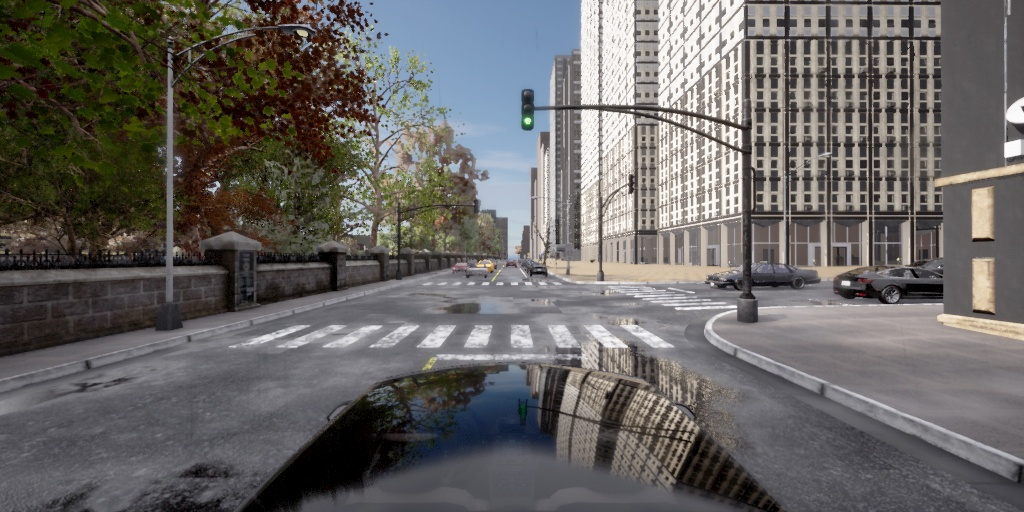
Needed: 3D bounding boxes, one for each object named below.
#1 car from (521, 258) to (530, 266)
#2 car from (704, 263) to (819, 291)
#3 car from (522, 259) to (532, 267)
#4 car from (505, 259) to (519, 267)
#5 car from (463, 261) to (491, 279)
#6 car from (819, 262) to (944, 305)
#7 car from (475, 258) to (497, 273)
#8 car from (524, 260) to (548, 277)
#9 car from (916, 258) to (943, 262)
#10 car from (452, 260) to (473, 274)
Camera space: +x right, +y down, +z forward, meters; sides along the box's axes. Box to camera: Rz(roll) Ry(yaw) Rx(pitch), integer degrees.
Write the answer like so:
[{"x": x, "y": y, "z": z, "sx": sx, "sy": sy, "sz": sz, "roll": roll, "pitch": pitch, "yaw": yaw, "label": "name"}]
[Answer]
[{"x": 2.531, "y": 1.351, "z": 47.310, "sx": 1.948, "sy": 1.339, "sz": 4.313, "roll": 0, "pitch": 0, "yaw": 0, "label": "car"}, {"x": 13.387, "y": 1.058, "z": 19.274, "sx": 5.357, "sy": 1.411, "sz": 2.033, "roll": -1, "pitch": 0, "yaw": -1, "label": "car"}, {"x": 2.551, "y": 1.345, "z": 41.677, "sx": 1.948, "sy": 1.339, "sz": 4.313, "roll": 0, "pitch": 0, "yaw": 0, "label": "car"}, {"x": -0.119, "y": 1.337, "z": 65.309, "sx": 1.812, "sy": 1.442, "sz": 4.674, "roll": 0, "pitch": 0, "yaw": 0, "label": "car"}, {"x": -3.209, "y": 1.372, "z": 33.551, "sx": 1.895, "sy": 1.301, "sz": 4.718, "roll": 0, "pitch": 0, "yaw": -3, "label": "car"}, {"x": 14.645, "y": 1.029, "z": 13.504, "sx": 4.313, "sy": 1.339, "sz": 1.948, "roll": 0, "pitch": 0, "yaw": 0, "label": "car"}, {"x": -3.245, "y": 1.259, "z": 43.608, "sx": 1.882, "sy": 1.535, "sz": 5.008, "roll": 0, "pitch": 0, "yaw": 0, "label": "car"}, {"x": 2.570, "y": 1.339, "z": 36.045, "sx": 1.948, "sy": 1.339, "sz": 4.313, "roll": 0, "pitch": 0, "yaw": 0, "label": "car"}, {"x": 23.116, "y": 0.850, "z": 19.372, "sx": 4.892, "sy": 1.490, "sz": 1.837, "roll": -1, "pitch": 0, "yaw": 0, "label": "car"}, {"x": -5.830, "y": 1.361, "z": 41.648, "sx": 1.802, "sy": 1.307, "sz": 4.207, "roll": 0, "pitch": 0, "yaw": 0, "label": "car"}]
